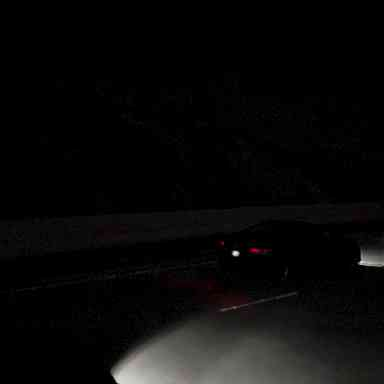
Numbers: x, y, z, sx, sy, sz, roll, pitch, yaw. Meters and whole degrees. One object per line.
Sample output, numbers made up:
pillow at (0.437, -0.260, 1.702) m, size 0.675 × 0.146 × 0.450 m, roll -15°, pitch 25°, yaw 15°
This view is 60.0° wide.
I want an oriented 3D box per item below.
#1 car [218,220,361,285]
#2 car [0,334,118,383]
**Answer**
car at (2.795, 1.490, 9.347) m, size 4.181 × 1.385 × 1.994 m, roll -1°, pitch 0°, yaw -31°
car at (-2.357, 1.571, 1.713) m, size 4.181 × 1.385 × 1.994 m, roll -1°, pitch 0°, yaw -36°
